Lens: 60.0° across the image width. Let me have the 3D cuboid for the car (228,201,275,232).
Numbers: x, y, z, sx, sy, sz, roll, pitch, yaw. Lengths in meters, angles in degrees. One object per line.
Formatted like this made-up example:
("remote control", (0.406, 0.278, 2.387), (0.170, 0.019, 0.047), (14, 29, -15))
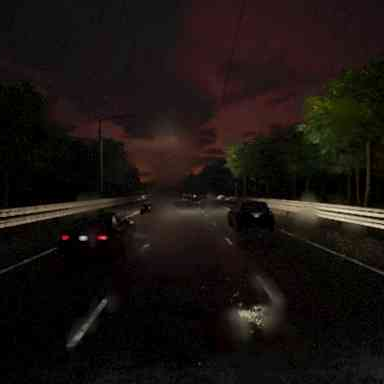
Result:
("car", (3.412, 1.293, 19.846), (2.097, 1.767, 4.553), (0, 0, -1))

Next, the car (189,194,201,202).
("car", (1.027, 1.538, 76.850), (1.895, 1.301, 4.718), (0, 0, -4))

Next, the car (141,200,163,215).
("car", (-3.855, 1.460, 32.172), (2.033, 1.411, 5.357), (0, 0, -2))

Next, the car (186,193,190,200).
("car", (0.274, 1.525, 87.875), (1.994, 1.385, 4.181), (0, 0, -4))

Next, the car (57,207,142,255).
("car", (-3.486, 1.511, 13.087), (2.033, 1.411, 5.357), (0, 0, -1))
